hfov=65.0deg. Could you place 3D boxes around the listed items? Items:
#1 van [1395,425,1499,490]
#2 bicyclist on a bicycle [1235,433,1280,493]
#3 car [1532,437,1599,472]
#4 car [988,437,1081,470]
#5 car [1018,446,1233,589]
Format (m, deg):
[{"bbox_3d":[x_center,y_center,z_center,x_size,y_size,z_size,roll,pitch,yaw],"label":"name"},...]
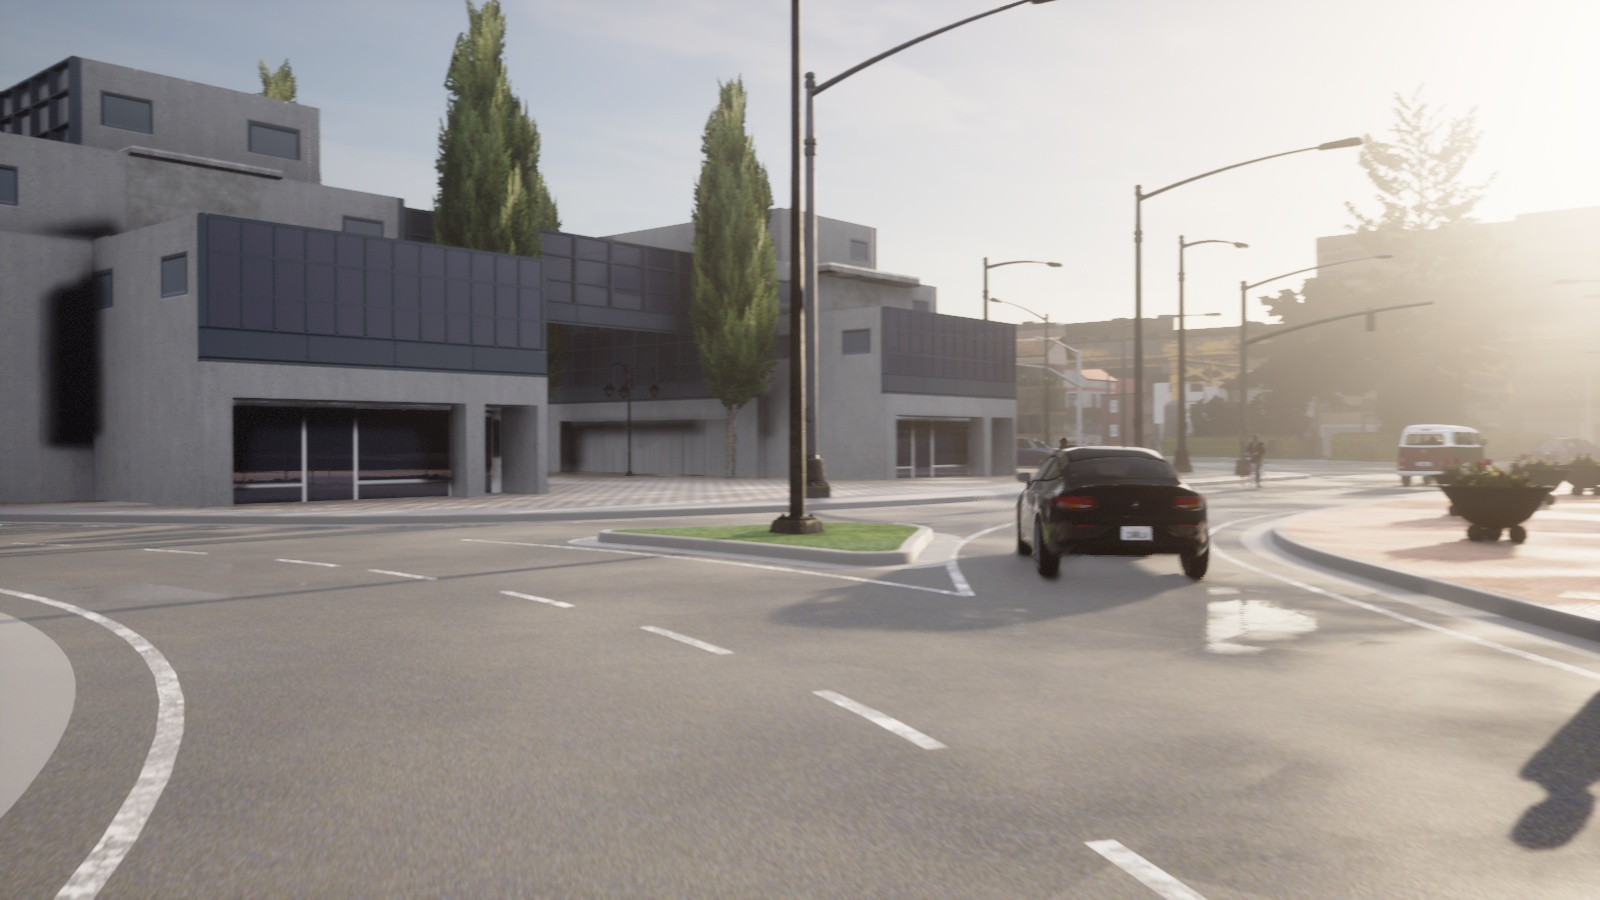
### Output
[{"bbox_3d":[21.533,0.215,41.698,2.069,2.038,4.480,0,0,41],"label":"van"},{"bbox_3d":[13.962,0.388,38.288,0.659,1.776,1.843,0,0,41],"label":"bicyclist on a bicycle"},{"bbox_3d":[40.247,0.220,64.852,4.553,1.767,2.097,0,0,-28],"label":"car"},{"bbox_3d":[12.692,0.161,68.124,4.553,1.767,2.097,1,1,40],"label":"car"},{"bbox_3d":[3.732,0.683,15.183,1.812,1.442,4.674,0,0,6],"label":"car"}]
